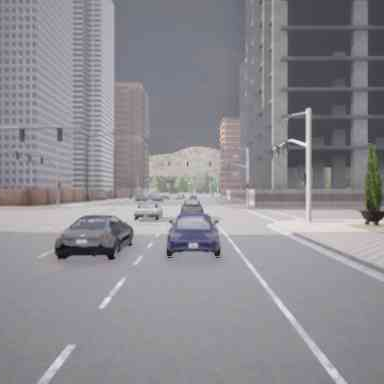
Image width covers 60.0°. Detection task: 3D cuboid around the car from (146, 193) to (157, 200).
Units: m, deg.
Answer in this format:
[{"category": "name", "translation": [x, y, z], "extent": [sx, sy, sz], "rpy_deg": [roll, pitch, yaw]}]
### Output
[{"category": "car", "translation": [-10.175, 1.121, 83.308], "extent": [2.097, 1.767, 4.553], "rpy_deg": [0, 0, 1]}]

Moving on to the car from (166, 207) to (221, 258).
[{"category": "car", "translation": [0.063, 1.496, 12.605], "extent": [1.812, 1.442, 4.674], "rpy_deg": [0, 0, 0]}]

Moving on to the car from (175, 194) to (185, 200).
[{"category": "car", "translation": [-3.179, 1.395, 83.015], "extent": [1.895, 1.301, 4.718], "rpy_deg": [0, 0, 1]}]

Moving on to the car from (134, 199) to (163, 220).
[{"category": "car", "translation": [-3.501, 1.537, 27.382], "extent": [1.895, 1.301, 4.718], "rpy_deg": [0, 0, 0]}]

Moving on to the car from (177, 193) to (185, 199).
[{"category": "car", "translation": [-3.014, 1.175, 93.310], "extent": [1.882, 1.535, 5.008], "rpy_deg": [0, 0, 1]}]

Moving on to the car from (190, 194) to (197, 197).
[{"category": "car", "translation": [0.323, 1.328, 83.149], "extent": [1.812, 1.442, 4.674], "rpy_deg": [0, 0, 1]}]

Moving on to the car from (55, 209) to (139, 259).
[{"category": "car", "translation": [-3.439, 1.533, 12.433], "extent": [1.994, 1.385, 4.181], "rpy_deg": [0, 0, 1]}]

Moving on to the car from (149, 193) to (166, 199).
[{"category": "car", "translation": [-6.927, 1.320, 67.638], "extent": [1.882, 1.535, 5.008], "rpy_deg": [0, 0, 1]}]

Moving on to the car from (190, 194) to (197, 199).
[{"category": "car", "translation": [0.485, 1.222, 93.254], "extent": [1.812, 1.442, 4.674], "rpy_deg": [0, 0, 1]}]

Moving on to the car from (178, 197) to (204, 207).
[{"category": "car", "translation": [-0.007, 1.425, 28.850], "extent": [2.128, 1.511, 4.902], "rpy_deg": [0, 0, 0]}]

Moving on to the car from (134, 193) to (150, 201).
[{"category": "car", "translation": [-10.427, 1.397, 67.692], "extent": [1.994, 1.385, 4.181], "rpy_deg": [0, 0, 1]}]

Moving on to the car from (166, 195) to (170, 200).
[{"category": "car", "translation": [-6.677, 1.361, 83.194], "extent": [1.895, 1.301, 4.718], "rpy_deg": [0, 0, 1]}]
